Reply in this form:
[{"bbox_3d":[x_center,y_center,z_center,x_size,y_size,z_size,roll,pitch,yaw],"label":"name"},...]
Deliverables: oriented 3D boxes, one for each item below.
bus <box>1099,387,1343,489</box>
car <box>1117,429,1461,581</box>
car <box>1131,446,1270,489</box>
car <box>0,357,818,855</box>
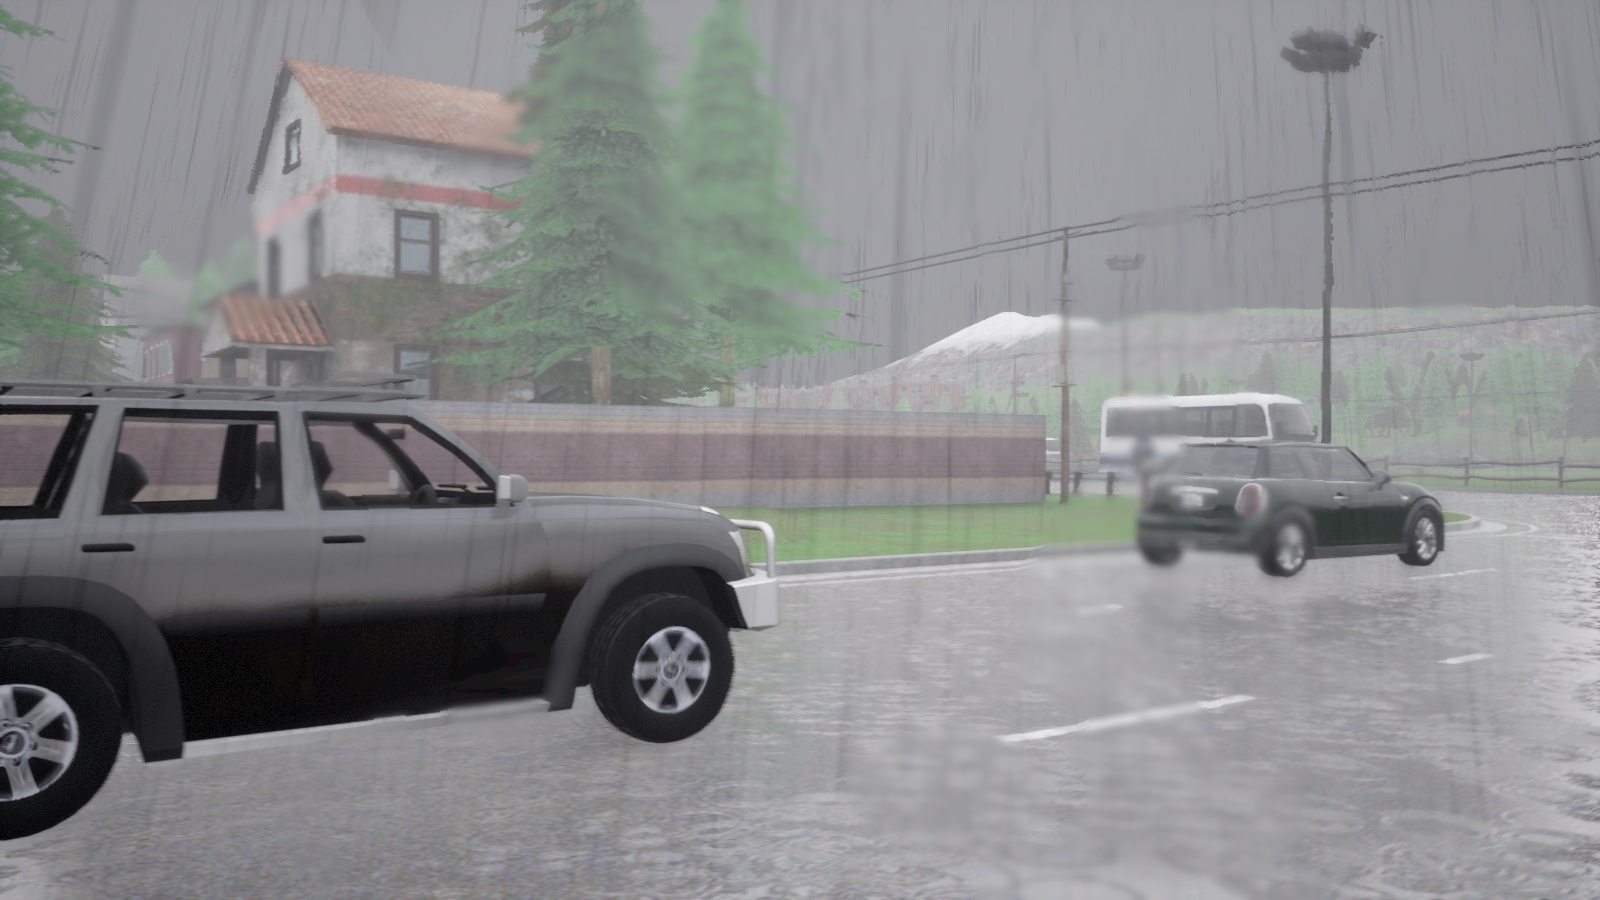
[{"bbox_3d":[19.066,-0.473,57.697,3.944,4.253,10.273,0,0,-35],"label":"bus"},{"bbox_3d":[6.594,0.648,16.778,4.553,1.767,2.097,0,0,-35],"label":"car"},{"bbox_3d":[15.886,0.661,50.062,2.152,1.651,5.027,0,0,-35],"label":"car"},{"bbox_3d":[-2.347,0.584,6.292,4.605,1.855,1.932,0,0,-35],"label":"car"}]
